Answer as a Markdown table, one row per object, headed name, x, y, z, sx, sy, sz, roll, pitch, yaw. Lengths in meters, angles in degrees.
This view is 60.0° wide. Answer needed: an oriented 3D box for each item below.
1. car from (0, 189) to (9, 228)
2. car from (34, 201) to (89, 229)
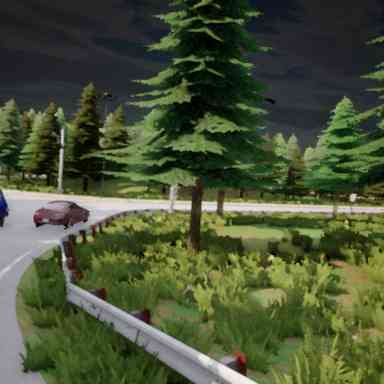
| name | x | y | z | sx | sy | sz | roll | pitch | yaw |
| --- | --- | --- | --- | --- | --- | --- | --- | --- | --- |
| car | -10.817 | 0.814 | 15.511 | 2.150 | 2.045 | 5.566 | 4 | 1 | -1 |
| car | -7.546 | 1.244 | 19.594 | 1.812 | 1.442 | 4.674 | 4 | 2 | 1 |
